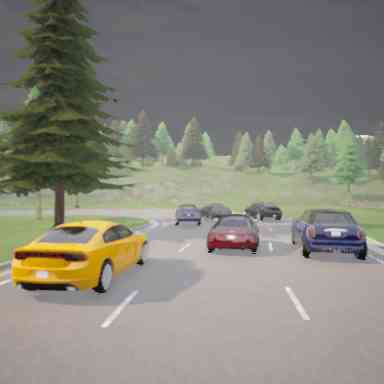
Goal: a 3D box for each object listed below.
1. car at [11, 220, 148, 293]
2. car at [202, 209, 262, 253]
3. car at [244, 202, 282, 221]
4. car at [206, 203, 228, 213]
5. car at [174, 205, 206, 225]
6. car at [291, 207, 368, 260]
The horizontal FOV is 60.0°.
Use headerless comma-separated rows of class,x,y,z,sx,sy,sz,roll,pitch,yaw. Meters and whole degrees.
car,-2.627,1.509,9.060,1.882,1.535,5.008,0,0,8
car,1.828,1.634,14.146,1.994,1.385,4.181,0,0,11
car,5.988,1.656,28.851,1.837,1.490,4.892,2,-1,-14
car,1.896,1.705,29.966,1.994,1.385,4.181,1,0,-22
car,-0.393,1.661,25.454,2.033,1.411,5.357,0,0,-3
car,5.201,1.430,13.175,2.097,1.767,4.553,0,0,11
